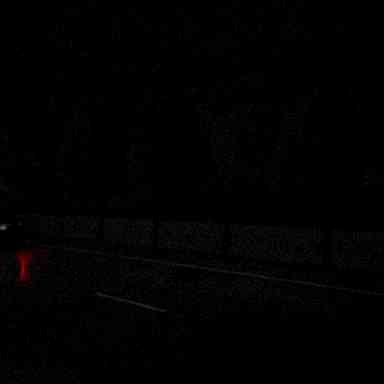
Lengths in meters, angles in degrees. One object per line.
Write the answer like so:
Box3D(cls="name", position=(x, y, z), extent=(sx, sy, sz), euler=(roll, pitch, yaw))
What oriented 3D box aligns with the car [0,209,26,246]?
Box3D(cls="car", position=(-9.617, 1.566, 15.176), extent=(4.553, 1.767, 2.097), euler=(-1, -1, 36))
